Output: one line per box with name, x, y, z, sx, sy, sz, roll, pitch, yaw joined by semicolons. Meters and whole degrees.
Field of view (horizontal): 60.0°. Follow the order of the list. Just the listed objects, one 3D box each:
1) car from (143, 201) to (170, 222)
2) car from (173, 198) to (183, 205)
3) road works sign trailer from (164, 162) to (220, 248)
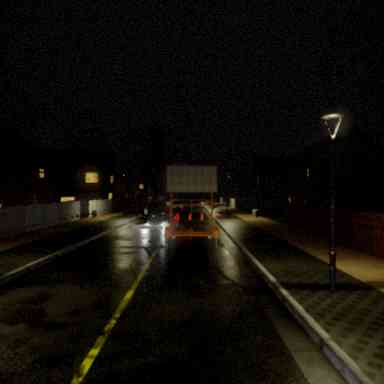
car;-2.854;1.557;27.239;1.837;1.490;4.892;0;0;0
car;-2.764;1.849;67.730;2.033;1.411;5.357;0;0;0
road works sign trailer;-0.003;0.478;14.888;2.380;3.560;2.880;0;0;0
